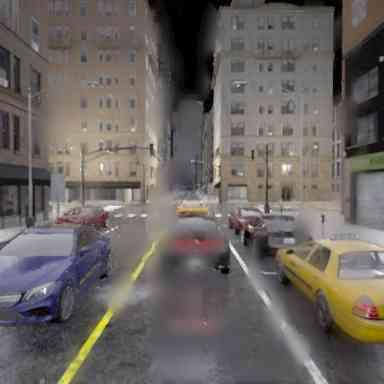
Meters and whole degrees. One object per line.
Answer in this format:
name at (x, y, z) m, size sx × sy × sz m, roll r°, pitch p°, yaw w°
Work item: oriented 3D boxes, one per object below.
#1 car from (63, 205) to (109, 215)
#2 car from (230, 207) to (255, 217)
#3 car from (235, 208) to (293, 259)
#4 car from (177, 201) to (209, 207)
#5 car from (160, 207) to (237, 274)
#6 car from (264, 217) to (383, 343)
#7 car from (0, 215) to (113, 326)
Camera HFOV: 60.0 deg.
car at (-5.638, 1.402, 17.543) m, size 1.887 × 1.381 × 4.507 m, roll -1°, pitch 0°, yaw 0°
car at (2.907, 1.439, 17.526) m, size 1.802 × 1.307 × 4.206 m, roll -1°, pitch 0°, yaw 0°
car at (2.895, 1.468, 11.941) m, size 1.947 × 1.339 × 4.313 m, roll -1°, pitch 0°, yaw 0°
car at (0.081, 1.309, 20.717) m, size 1.882 × 1.535 × 5.008 m, roll 0°, pitch 0°, yaw 1°
car at (0.090, 1.421, 10.291) m, size 1.837 × 1.490 × 4.892 m, roll 0°, pitch 0°, yaw 0°
car at (2.882, 1.471, 6.524) m, size 1.752 × 1.417 × 4.829 m, roll -1°, pitch 0°, yaw 0°
car at (-2.984, 1.468, 7.129) m, size 1.812 × 1.442 × 4.674 m, roll 0°, pitch 0°, yaw 0°
